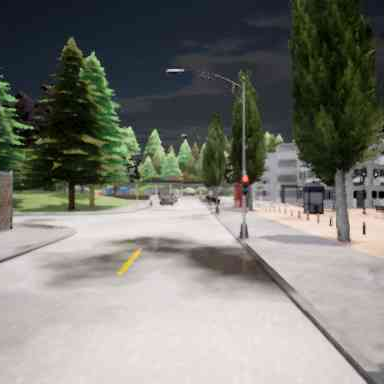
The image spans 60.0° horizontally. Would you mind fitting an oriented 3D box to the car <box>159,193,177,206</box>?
[{"bbox_3d":[-4.054,1.244,53.580,2.097,1.767,4.553,0,0,0],"label":"car"}]
